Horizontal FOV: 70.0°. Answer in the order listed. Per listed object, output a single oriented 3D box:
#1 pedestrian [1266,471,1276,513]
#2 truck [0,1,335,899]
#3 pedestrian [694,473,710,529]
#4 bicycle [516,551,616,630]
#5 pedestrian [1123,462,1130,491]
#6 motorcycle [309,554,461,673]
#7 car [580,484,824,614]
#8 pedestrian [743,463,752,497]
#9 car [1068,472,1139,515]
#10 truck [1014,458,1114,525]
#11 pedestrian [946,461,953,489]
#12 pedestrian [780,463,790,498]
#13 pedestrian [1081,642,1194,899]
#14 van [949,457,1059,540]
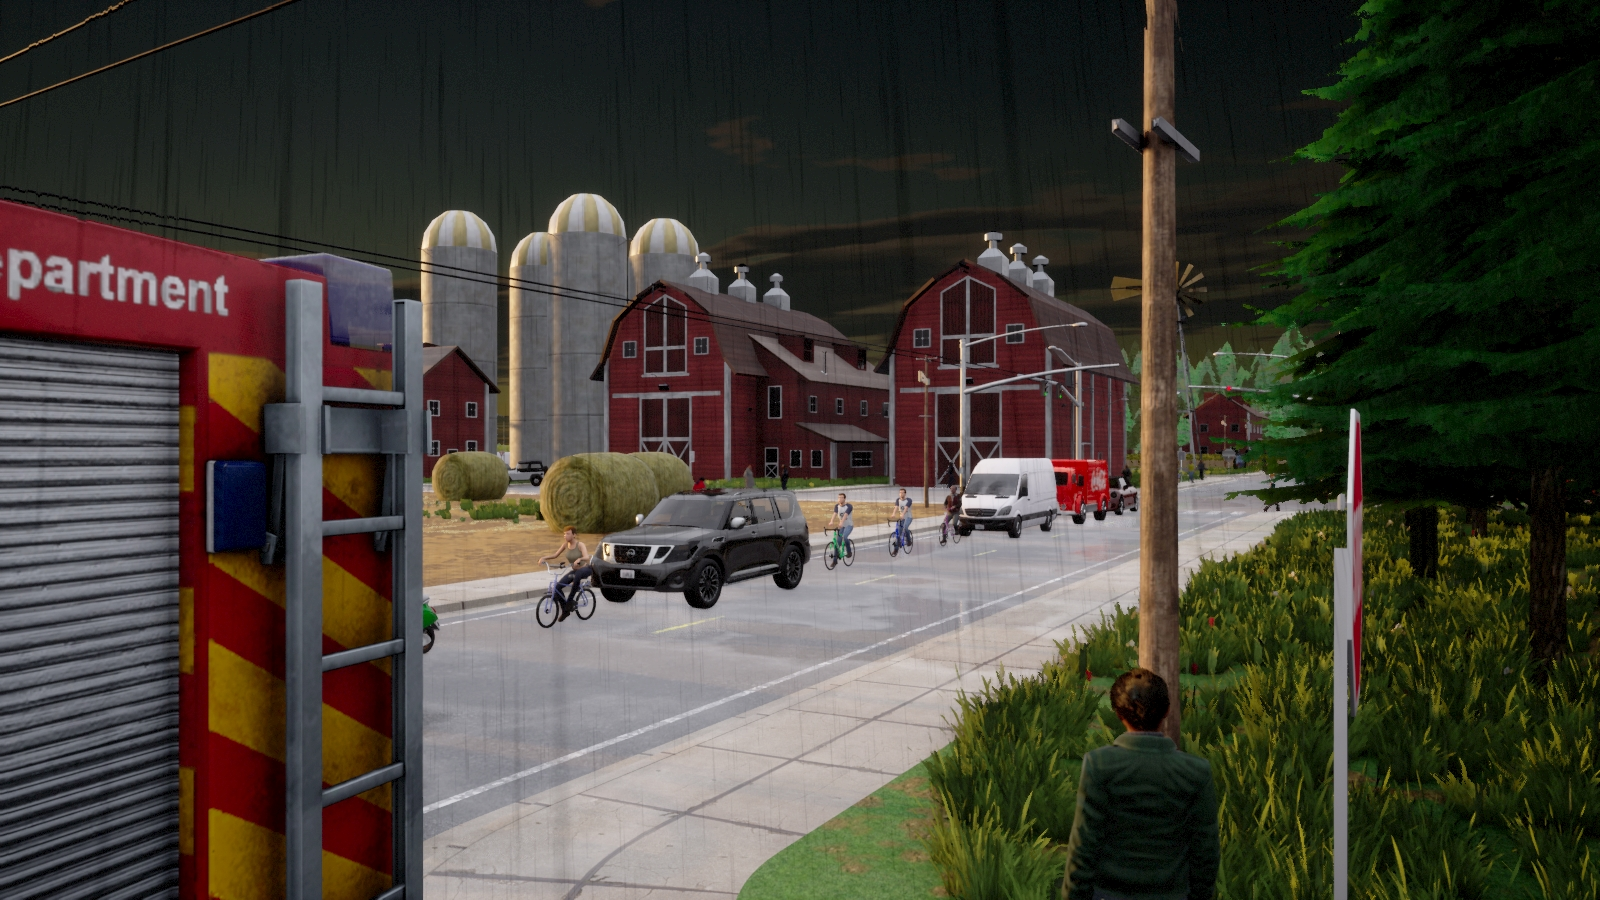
[{"bbox_3d":[20.773,1.841,50.391,0.375,1.860,0.375,0,0,20],"label":"pedestrian"},{"bbox_3d":[-5.984,0.867,3.787,8.468,3.827,2.891,0,0,20],"label":"truck"},{"bbox_3d":[-3.243,1.681,37.842,0.375,1.860,0.375,0,0,34],"label":"pedestrian"},{"bbox_3d":[-3.788,2.256,18.586,0.859,1.080,1.487,0,0,28],"label":"bicycle"},{"bbox_3d":[20.866,1.696,72.965,0.375,1.860,0.375,0,0,29],"label":"pedestrian"},{"bbox_3d":[-5.524,2.142,15.315,0.856,1.316,1.805,0,0,28],"label":"motorcycle"},{"bbox_3d":[-1.718,1.779,22.433,2.150,2.045,5.566,0,0,27],"label":"car"},{"bbox_3d":[-2.917,1.670,63.298,0.375,1.860,0.375,0,0,37],"label":"pedestrian"},{"bbox_3d":[13.665,1.903,51.222,2.097,1.767,4.553,0,0,28],"label":"car"},{"bbox_3d":[10.562,1.568,45.375,2.627,2.467,5.204,0,0,28],"label":"truck"},{"bbox_3d":[10.170,1.703,77.504,0.375,1.860,0.375,0,0,28],"label":"pedestrian"},{"bbox_3d":[-0.816,1.669,62.712,0.375,1.860,0.375,0,0,30],"label":"pedestrian"},{"bbox_3d":[1.213,1.663,4.144,0.375,1.860,0.375,0,0,14],"label":"pedestrian"},{"bbox_3d":[7.070,1.534,38.950,1.988,2.561,5.915,0,0,28],"label":"van"}]
